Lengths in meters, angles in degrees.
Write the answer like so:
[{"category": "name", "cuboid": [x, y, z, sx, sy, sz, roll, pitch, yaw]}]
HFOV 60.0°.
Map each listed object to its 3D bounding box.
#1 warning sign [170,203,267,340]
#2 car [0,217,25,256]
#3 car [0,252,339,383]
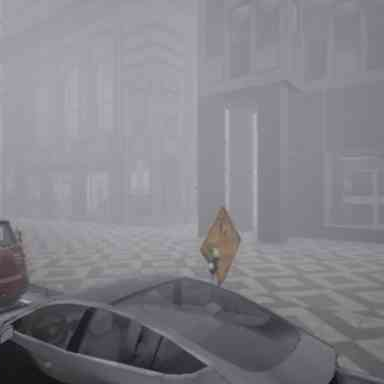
[{"category": "warning sign", "cuboid": [0.465, 1.132, 5.466, 1.060, 1.860, 1.300, 0, 0, 36]}, {"category": "car", "cuboid": [-5.337, 1.364, 6.766, 5.009, 1.841, 2.192, 0, 0, 36]}, {"category": "car", "cuboid": [-0.746, 1.581, 3.492, 4.313, 1.339, 1.947, 0, 0, 36]}]
